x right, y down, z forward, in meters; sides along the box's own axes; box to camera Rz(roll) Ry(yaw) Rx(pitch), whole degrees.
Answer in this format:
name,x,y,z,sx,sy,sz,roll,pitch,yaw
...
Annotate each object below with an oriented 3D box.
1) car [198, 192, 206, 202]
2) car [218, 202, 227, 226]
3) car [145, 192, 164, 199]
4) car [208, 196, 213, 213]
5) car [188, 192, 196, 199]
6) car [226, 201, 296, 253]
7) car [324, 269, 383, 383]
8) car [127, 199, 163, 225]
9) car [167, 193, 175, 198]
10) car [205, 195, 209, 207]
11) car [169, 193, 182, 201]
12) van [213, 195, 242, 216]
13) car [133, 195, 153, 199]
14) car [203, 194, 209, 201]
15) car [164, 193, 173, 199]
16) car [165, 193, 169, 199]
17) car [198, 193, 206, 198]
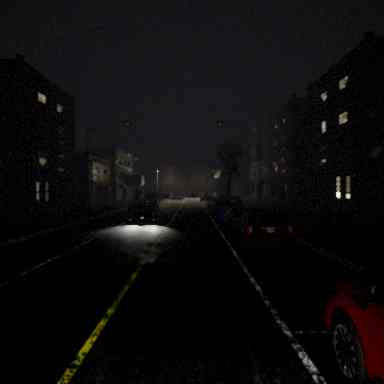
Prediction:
name,x,y,z,sx,sy,sz,roll,pitch,yaw
car,2.382,1.095,58.975,1.812,1.442,4.674,0,0,0
car,2.697,1.444,18.859,1.802,1.307,4.206,-1,0,0
car,-5.671,0.975,46.600,2.192,1.841,5.009,-1,0,0
car,2.703,1.326,29.955,1.887,1.381,4.507,-1,0,0
car,0.040,0.820,77.632,1.812,1.442,4.674,0,0,0
car,2.693,1.343,13.309,1.967,1.590,4.097,-1,0,0
car,2.685,1.298,2.212,2.192,1.841,5.009,-1,0,0
car,-3.089,1.399,22.540,1.994,1.385,4.181,0,0,0
car,-5.644,0.915,90.988,1.802,1.307,4.206,-1,0,0
car,2.706,1.323,35.503,1.802,1.307,4.206,-1,0,0
car,-2.984,1.055,64.310,1.812,1.442,4.674,0,0,1
van,2.698,1.163,24.405,1.690,1.788,3.998,-1,0,0
car,-5.675,1.292,35.506,2.008,1.369,4.403,-1,0,0
car,2.709,1.282,41.052,1.802,1.307,4.206,-1,0,0
car,-5.651,0.960,79.891,1.887,1.381,4.507,-1,0,0
car,-5.655,0.896,74.342,1.967,1.590,4.097,-1,0,0
car,2.736,0.899,90.985,1.947,1.339,4.313,-1,0,0
